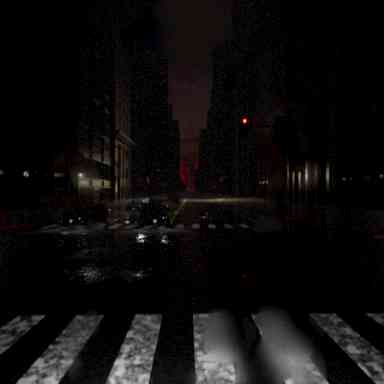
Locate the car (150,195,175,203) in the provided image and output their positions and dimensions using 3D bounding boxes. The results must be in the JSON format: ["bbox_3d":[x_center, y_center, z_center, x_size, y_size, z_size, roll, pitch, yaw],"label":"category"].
[{"bbox_3d":[-3.402,1.460,38.880,1.882,1.535,5.008,0,0,0],"label":"car"}]

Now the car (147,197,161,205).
[{"bbox_3d":[-6.636,1.561,58.655,1.895,1.301,4.718,0,0,0],"label":"car"}]

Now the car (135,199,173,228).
[{"bbox_3d":[-2.686,1.499,22.462,1.837,1.490,4.892,-1,0,-11],"label":"car"}]

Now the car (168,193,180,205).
[{"bbox_3d":[-3.382,1.183,58.943,2.150,2.045,5.566,0,0,0],"label":"car"}]

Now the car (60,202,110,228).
[{"bbox_3d":[-7.057,1.499,22.510,1.837,1.490,4.892,0,0,6],"label":"car"}]

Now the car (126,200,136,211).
[{"bbox_3d":[-6.655,1.583,39.980,1.895,1.301,4.718,0,0,0],"label":"car"}]
